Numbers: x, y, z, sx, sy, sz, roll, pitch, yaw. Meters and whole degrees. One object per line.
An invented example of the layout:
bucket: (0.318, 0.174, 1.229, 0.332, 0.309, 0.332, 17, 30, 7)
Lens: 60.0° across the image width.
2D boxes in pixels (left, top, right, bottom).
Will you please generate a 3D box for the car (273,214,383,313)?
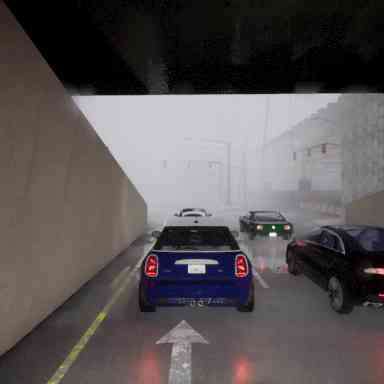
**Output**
car: (3.582, 1.491, 7.616, 2.128, 1.511, 4.902, 0, 0, 0)

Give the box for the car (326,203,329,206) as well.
car: (17.512, 1.452, 39.330, 2.038, 1.542, 4.974, 0, 0, 45)

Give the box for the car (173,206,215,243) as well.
car: (0.067, 1.526, 16.934, 1.812, 1.442, 4.674, 0, 0, 0)

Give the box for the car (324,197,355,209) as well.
car: (17.548, 1.295, 39.367, 1.853, 1.218, 4.536, 0, 0, 45)

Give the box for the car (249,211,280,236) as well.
car: (3.589, 1.601, 16.942, 1.895, 1.301, 4.718, 0, 0, 0)

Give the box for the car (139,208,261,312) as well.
car: (0.083, 1.352, 7.882, 2.097, 1.767, 4.553, 0, 0, 0)

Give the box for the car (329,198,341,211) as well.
car: (17.410, 1.452, 34.723, 2.038, 1.542, 4.974, 0, 0, -35)
